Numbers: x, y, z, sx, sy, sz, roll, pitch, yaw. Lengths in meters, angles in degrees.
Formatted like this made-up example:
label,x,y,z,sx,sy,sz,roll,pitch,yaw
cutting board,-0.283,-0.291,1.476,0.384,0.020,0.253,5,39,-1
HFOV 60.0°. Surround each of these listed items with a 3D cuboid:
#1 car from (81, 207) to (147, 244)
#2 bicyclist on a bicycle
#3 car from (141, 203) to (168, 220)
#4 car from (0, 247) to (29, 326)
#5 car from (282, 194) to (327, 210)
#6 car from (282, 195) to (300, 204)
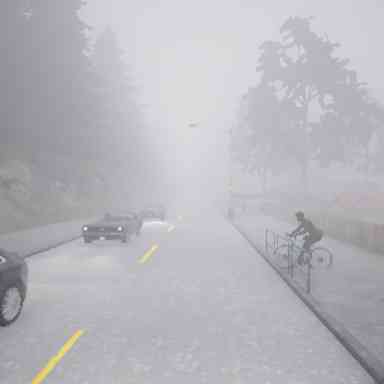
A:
label,x,y,z,sx,sy,sz,roll,pitch,yaw
car,-3.616,1.600,15.870,1.895,1.301,4.718,0,0,2
bicyclist on a bicycle,3.109,1.385,9.239,1.656,1.620,0.582,4,0,1
car,-3.144,1.563,27.449,1.994,1.385,4.181,0,0,2
car,-4.001,1.505,4.280,1.837,1.490,4.892,0,0,2
car,14.282,1.220,42.472,5.566,2.045,2.150,0,0,2
car,17.702,1.298,59.567,1.994,1.381,4.181,0,0,2
